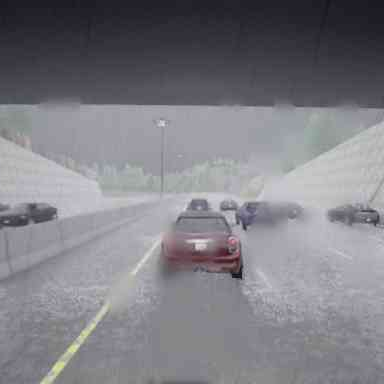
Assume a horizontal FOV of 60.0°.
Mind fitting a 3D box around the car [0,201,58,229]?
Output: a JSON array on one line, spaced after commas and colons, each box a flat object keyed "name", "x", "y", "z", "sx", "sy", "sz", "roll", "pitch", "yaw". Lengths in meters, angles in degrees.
[{"name": "car", "x": -10.223, "y": 1.379, "z": 20.950, "sx": 1.882, "sy": 1.535, "sz": 5.008, "roll": 0, "pitch": 0, "yaw": 1}]

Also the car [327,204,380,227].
[{"name": "car", "x": 11.014, "y": 1.541, "z": 23.062, "sx": 2.128, "sy": 1.511, "sz": 4.902, "roll": 0, "pitch": 0, "yaw": 1}]

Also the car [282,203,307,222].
[{"name": "car", "x": 7.579, "y": 1.568, "z": 26.630, "sx": 2.033, "sy": 1.411, "sz": 5.357, "roll": 0, "pitch": 0, "yaw": 1}]

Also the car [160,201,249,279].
[{"name": "car", "x": 0.270, "y": 1.341, "z": 10.177, "sx": 2.097, "sy": 1.767, "sz": 4.553, "roll": 0, "pitch": 0, "yaw": 1}]

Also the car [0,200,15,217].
[{"name": "car", "x": -17.092, "y": 1.392, "z": 27.356, "sx": 2.033, "sy": 1.411, "sz": 5.357, "roll": 0, "pitch": 0, "yaw": 1}]

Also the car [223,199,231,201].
[{"name": "car", "x": 4.318, "y": 1.546, "z": 39.347, "sx": 1.994, "sy": 1.385, "sz": 4.181, "roll": 0, "pitch": 0, "yaw": 1}]

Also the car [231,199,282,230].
[{"name": "car", "x": 3.980, "y": 1.354, "z": 21.217, "sx": 2.097, "sy": 1.767, "sz": 4.553, "roll": 0, "pitch": 0, "yaw": 1}]

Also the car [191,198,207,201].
[{"name": "car", "x": 0.616, "y": 1.321, "z": 28.545, "sx": 2.097, "sy": 1.767, "sz": 4.553, "roll": 0, "pitch": 0, "yaw": 1}]
